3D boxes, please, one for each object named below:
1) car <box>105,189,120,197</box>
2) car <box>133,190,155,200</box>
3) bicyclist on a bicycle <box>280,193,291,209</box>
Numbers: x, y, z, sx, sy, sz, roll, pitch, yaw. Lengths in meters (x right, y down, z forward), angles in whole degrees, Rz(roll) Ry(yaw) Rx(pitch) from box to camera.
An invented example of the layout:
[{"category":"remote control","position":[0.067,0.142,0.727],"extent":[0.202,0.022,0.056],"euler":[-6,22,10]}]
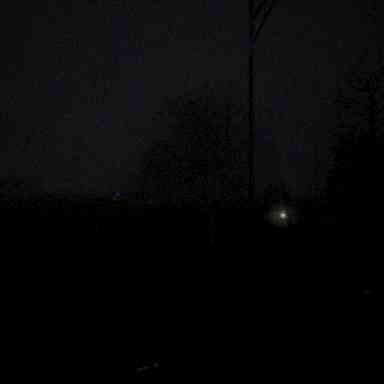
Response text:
[{"category":"car","position":[-15.057,0.212,63.571],"extent":[1.812,1.442,4.674],"euler":[-1,2,-35]},{"category":"car","position":[-7.714,0.452,53.265],"extent":[2.128,1.511,4.902],"euler":[-1,2,-35]},{"category":"bicyclist on a bicycle","position":[9.606,0.950,34.184],"extent":[1.656,1.620,0.582],"euler":[0,1,-35]}]
